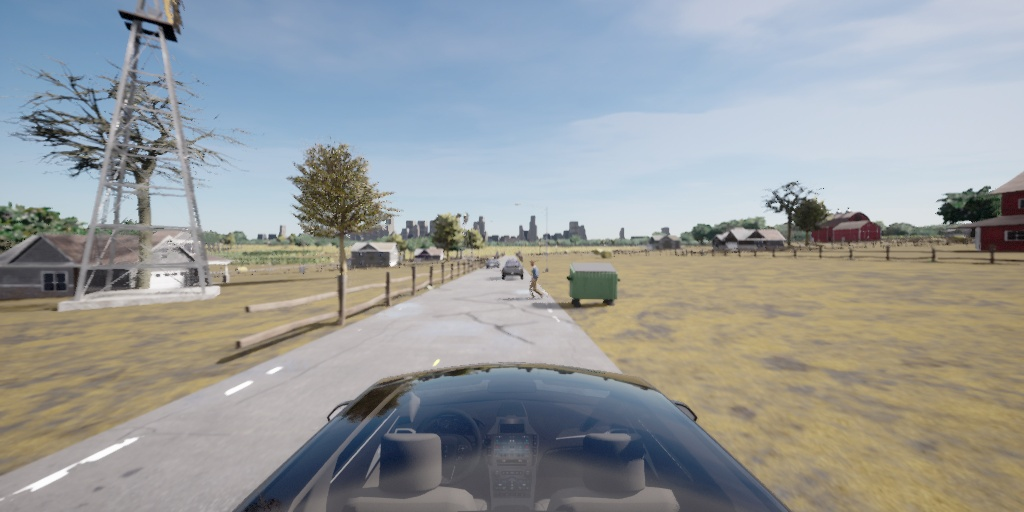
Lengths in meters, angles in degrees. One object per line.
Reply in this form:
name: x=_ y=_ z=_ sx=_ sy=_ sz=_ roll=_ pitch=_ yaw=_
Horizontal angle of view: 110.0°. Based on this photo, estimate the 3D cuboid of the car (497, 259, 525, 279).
car: x=0.069 y=1.174 z=31.246 sx=2.128 sy=1.511 sz=4.902 roll=0 pitch=0 yaw=0

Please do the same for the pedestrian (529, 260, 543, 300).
pedestrian: x=1.020 y=1.014 z=16.058 sx=0.375 sy=1.860 sz=0.375 roll=-1 pitch=1 yaw=-15

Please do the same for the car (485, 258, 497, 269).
car: x=-2.813 y=1.107 z=52.502 sx=2.128 sy=1.511 sz=4.902 roll=0 pitch=0 yaw=0

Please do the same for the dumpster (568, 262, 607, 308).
dumpster: x=3.128 y=1.118 z=15.079 sx=1.020 sy=1.700 sz=1.940 roll=0 pitch=0 yaw=0
